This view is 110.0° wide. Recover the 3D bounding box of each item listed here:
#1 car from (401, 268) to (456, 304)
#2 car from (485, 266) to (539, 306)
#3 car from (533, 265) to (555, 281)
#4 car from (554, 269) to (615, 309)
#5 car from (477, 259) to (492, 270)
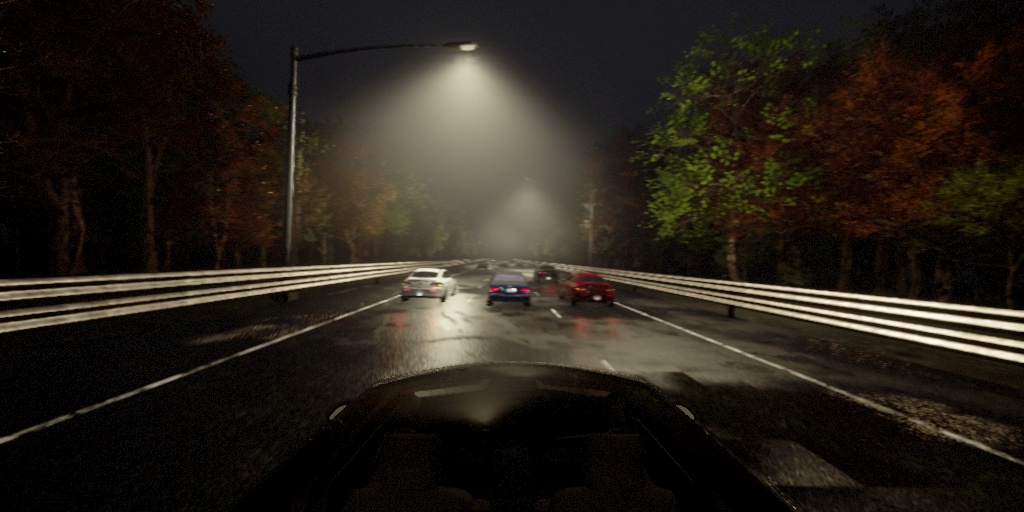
[{"bbox_3d":[-3.665,1.266,16.322,1.812,1.442,4.674,2,0,-2],"label":"car"},{"bbox_3d":[-0.168,1.401,16.413,2.033,1.411,5.357,2,0,-2],"label":"car"},{"bbox_3d":[2.920,1.570,31.570,1.837,1.490,4.892,2,0,-2],"label":"car"},{"bbox_3d":[3.327,1.494,16.509,1.812,1.442,4.674,2,0,-2],"label":"car"},{"bbox_3d":[-4.844,1.548,59.591,2.033,1.411,5.357,2,0,-2],"label":"car"}]
